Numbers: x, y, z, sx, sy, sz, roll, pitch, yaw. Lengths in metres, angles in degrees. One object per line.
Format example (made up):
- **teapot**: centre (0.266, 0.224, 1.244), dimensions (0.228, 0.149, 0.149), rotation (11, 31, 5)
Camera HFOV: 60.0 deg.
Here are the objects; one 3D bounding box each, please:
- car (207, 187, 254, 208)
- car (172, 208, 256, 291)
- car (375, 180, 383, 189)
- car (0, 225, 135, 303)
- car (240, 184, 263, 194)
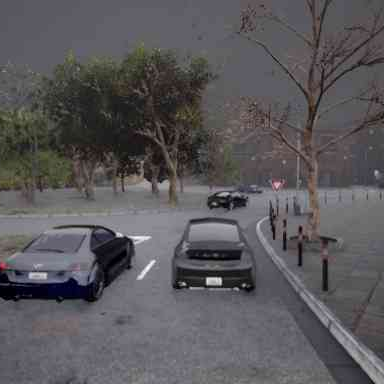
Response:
- **car**: centre (3.122, 0.636, 27.974), dimensions (1.882, 1.535, 5.008), rotation (2, 4, 33)
- **car**: centre (0.560, 1.427, 8.880), dimensions (1.837, 1.490, 4.892), rotation (0, 1, 3)
- **car**: centre (34.840, -1.379, 59.406), dimensions (2.185, 1.767, 4.553), rotation (-1, 3, -15)
- **car**: centre (-2.733, 1.491, 8.140), dimensions (1.994, 1.385, 4.181), rotation (0, 1, 3)
- **car**: centre (8.244, -0.459, 49.315), dimensions (2.033, 1.411, 5.357), rotation (-2, 3, -25)
